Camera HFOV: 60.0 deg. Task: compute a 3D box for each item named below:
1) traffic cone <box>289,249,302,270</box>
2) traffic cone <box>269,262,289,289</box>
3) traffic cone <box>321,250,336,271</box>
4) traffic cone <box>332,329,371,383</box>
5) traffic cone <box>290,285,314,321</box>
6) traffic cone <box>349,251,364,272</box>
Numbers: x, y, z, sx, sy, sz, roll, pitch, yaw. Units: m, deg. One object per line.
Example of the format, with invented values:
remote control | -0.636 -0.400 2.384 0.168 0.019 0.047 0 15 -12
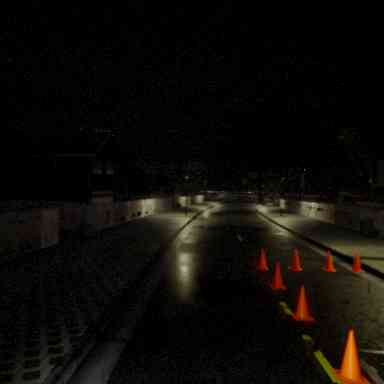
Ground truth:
traffic cone | 3.146 2.042 10.093 0.340 0.580 0.340 1 0 2
traffic cone | 2.089 2.016 8.123 0.340 0.580 0.340 1 0 2
traffic cone | 4.145 2.062 10.064 0.340 0.580 0.340 1 0 2
traffic cone | 1.973 2.004 4.125 0.340 0.580 0.340 1 0 2
traffic cone | 2.031 2.010 6.124 0.340 0.580 0.340 1 0 2
traffic cone | 4.957 2.079 10.029 0.340 0.580 0.340 1 0 0
